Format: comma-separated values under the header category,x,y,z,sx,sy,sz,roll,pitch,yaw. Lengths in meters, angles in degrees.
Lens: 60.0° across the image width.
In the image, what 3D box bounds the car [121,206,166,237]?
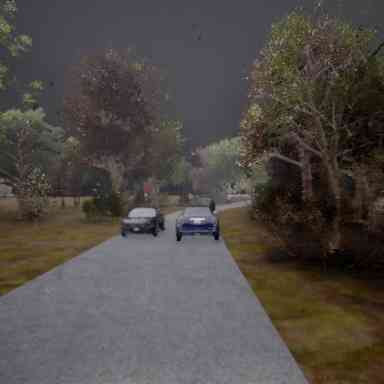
category,x,y,z,sx,sy,sz,roll,pitch,yaw
car,-2.618,1.556,18.671,1.882,1.535,5.008,0,0,2

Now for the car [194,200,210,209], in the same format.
category,x,y,z,sx,sy,sz,roll,pitch,yaw
car,1.804,2.247,59.727,2.128,1.511,4.902,0,-1,11

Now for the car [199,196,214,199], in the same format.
category,x,y,z,sx,sy,sz,roll,pitch,yaw
car,1.796,1.563,40.000,2.150,2.045,5.566,0,-1,6

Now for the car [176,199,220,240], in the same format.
category,x,y,z,sx,sy,sz,roll,pitch,yaw
car,0.301,1.418,17.560,2.097,1.767,4.553,0,0,1
